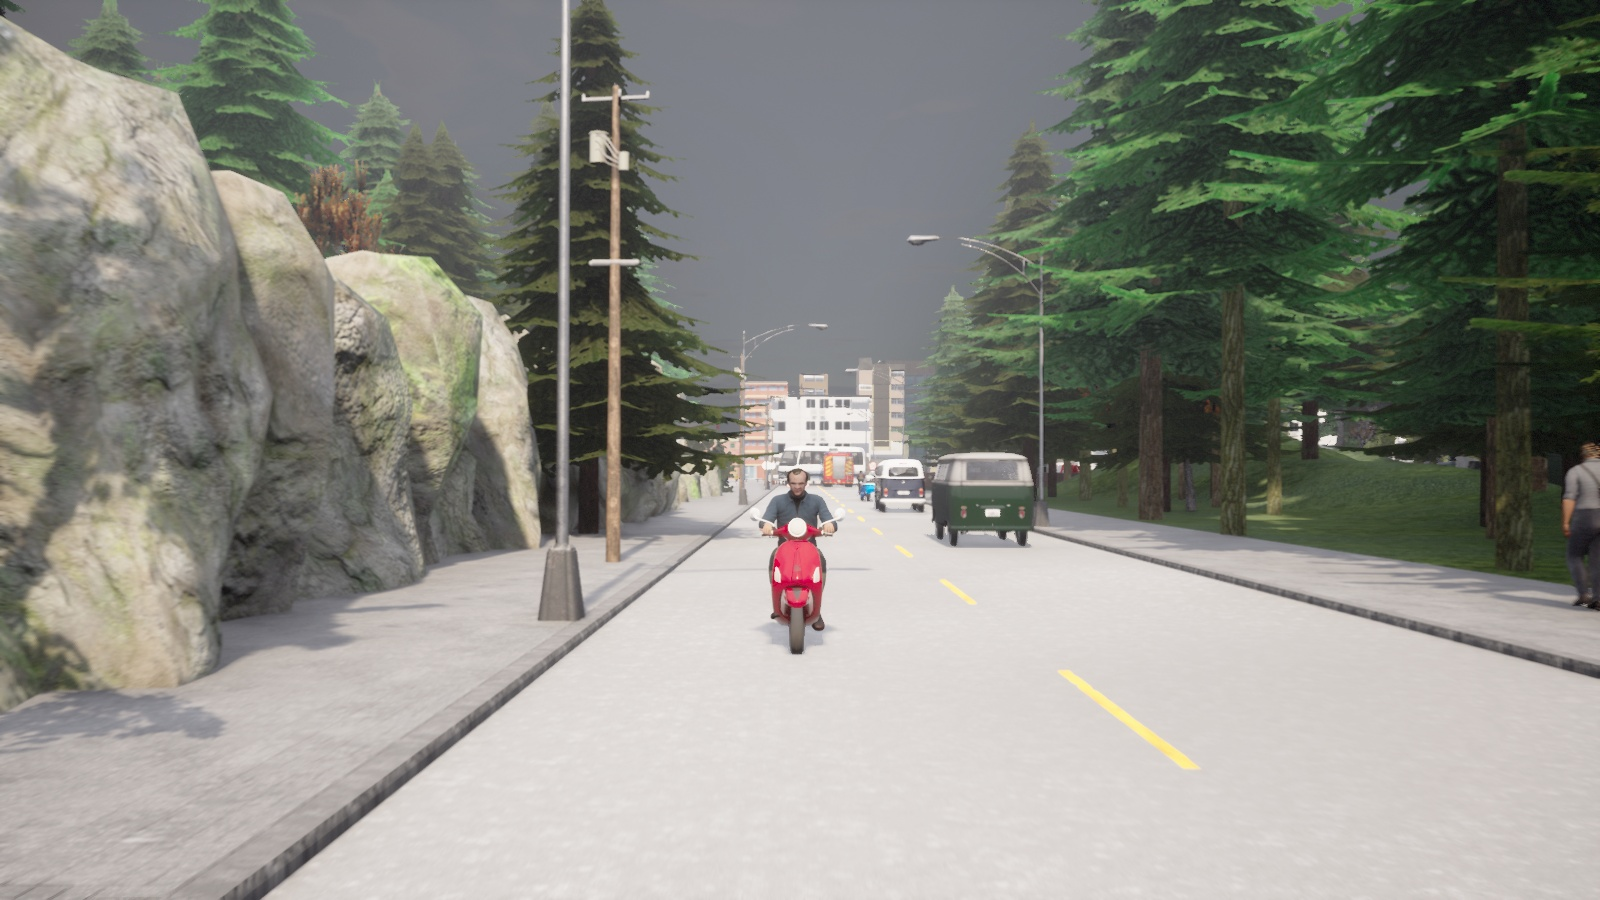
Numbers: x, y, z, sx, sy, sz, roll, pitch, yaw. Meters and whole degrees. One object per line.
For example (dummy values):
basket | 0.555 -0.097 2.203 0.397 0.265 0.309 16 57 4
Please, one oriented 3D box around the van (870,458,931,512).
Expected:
van | 3.940 1.362 50.100 2.069 2.038 4.480 0 -1 0

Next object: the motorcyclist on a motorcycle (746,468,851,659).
motorcyclist on a motorcycle | -0.015 0.959 11.387 0.866 1.590 1.817 0 -1 0

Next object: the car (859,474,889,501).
car | 3.922 1.971 66.722 1.481 1.376 2.207 0 -1 0

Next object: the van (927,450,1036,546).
van | 3.965 1.023 28.109 1.775 1.987 4.442 0 -1 0

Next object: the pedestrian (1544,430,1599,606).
pedestrian | 8.451 0.717 13.534 0.540 1.848 0.694 0 -1 12
